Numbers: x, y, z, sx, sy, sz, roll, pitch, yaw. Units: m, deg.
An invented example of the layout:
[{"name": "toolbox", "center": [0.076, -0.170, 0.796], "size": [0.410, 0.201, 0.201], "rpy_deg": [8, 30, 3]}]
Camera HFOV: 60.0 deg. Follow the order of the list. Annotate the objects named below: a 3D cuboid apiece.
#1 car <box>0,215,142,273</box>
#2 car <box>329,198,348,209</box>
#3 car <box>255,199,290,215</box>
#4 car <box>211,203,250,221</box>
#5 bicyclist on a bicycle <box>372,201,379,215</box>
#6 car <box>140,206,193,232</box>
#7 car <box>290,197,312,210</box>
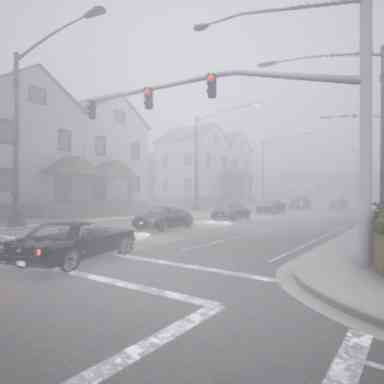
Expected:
[{"name": "car", "center": [-3.708, 1.594, 10.800], "size": [1.895, 1.301, 4.718], "rpy_deg": [0, 0, 20]}, {"name": "car", "center": [20.376, 1.549, 46.094], "size": [2.128, 1.511, 4.902], "rpy_deg": [0, 0, 34]}, {"name": "car", "center": [8.347, 1.503, 35.011], "size": [1.882, 1.535, 5.008], "rpy_deg": [0, 0, 34]}, {"name": "car", "center": [3.240, 1.575, 27.565], "size": [1.994, 1.385, 4.181], "rpy_deg": [0, 0, 34]}, {"name": "bicyclist on a bicycle", "center": [10.988, 1.326, 19.587], "size": [1.656, 1.620, 0.582], "rpy_deg": [-9, -25, 31]}, {"name": "car", "center": [-1.729, 1.562, 20.277], "size": [1.994, 1.385, 4.181], "rpy_deg": [0, 0, 34]}, {"name": "car", "center": [13.966, 1.392, 43.189], "size": [2.097, 1.767, 4.553], "rpy_deg": [0, 0, 35]}]
